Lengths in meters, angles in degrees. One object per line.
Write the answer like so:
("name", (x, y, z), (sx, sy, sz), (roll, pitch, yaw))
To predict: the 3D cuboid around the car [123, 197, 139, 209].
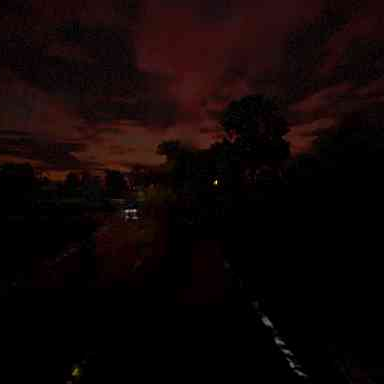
("car", (-8.117, 1.499, 44.015), (2.128, 1.511, 4.902), (0, 1, -13))
